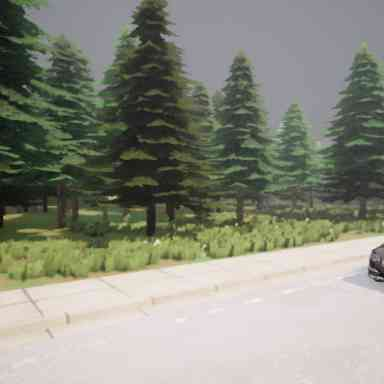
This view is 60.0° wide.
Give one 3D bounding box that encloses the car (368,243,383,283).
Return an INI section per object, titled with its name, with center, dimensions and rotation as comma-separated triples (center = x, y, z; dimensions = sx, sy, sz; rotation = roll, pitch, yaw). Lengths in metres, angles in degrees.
[car]
center = 6.558, 1.595, 8.847
dimensions = 4.902, 1.511, 2.128
rotation = 1, 0, -36
